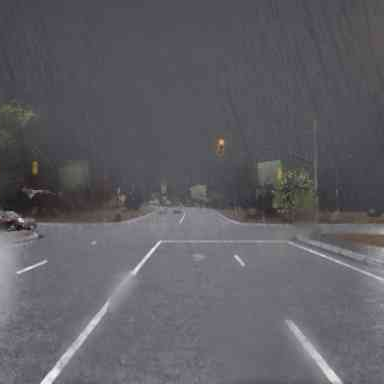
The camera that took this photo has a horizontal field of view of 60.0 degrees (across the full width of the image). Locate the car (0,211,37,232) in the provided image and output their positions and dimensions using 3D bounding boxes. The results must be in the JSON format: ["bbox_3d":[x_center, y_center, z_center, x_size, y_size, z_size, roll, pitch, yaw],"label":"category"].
[{"bbox_3d":[-15.075,2.304,27.198,4.553,1.767,2.097,-1,-4,10],"label":"car"}]

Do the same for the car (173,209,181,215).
[{"bbox_3d":[-3.551,4.604,78.255,2.033,1.411,5.357,0,-1,0],"label":"car"}]

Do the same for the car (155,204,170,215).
[{"bbox_3d":[-7.051,4.419,78.271,2.097,1.767,4.553,0,-1,0],"label":"car"}]
